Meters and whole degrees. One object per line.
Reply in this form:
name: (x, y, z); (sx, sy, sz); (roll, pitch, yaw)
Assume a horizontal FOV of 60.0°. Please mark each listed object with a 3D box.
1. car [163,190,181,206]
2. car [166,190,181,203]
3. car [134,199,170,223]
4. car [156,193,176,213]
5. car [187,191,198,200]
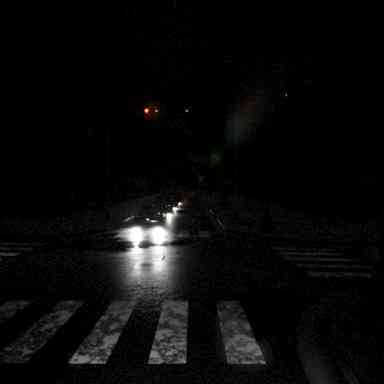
car: (-2.864, 0.730, 42.898); (2.150, 2.045, 5.566); (0, 1, 0)
car: (-2.831, 0.666, 52.751); (2.097, 1.767, 4.553); (0, 1, 0)
car: (-2.863, 1.425, 23.674); (1.895, 1.301, 4.718); (0, 1, 0)
car: (-2.867, 1.183, 33.044); (1.837, 1.490, 4.892); (0, 1, 0)
car: (0.070, 0.584, 61.912); (1.882, 1.535, 5.008); (0, 1, 0)
